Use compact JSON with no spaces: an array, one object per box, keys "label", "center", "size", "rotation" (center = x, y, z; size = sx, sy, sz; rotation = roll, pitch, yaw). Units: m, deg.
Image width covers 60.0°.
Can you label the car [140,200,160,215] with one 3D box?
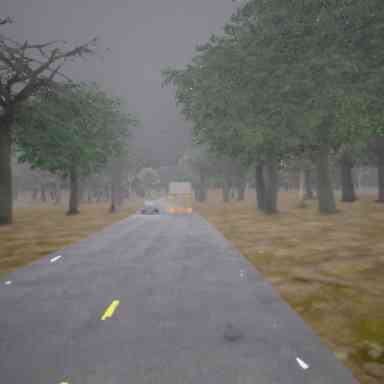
[{"label":"car","center":[-4.572,1.706,36.869],"size":[1.812,1.442,4.674],"rotation":[0,0,-4]}]

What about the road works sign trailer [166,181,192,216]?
[{"label":"road works sign trailer","center":[-1.227,0.626,34.340],"size":[2.380,3.560,2.880],"rotation":[0,0,-5]}]

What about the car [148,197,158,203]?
[{"label":"car","center":[-9.263,1.901,78.740],"size":[2.033,1.411,5.357],"rotation":[0,-1,-8]}]
